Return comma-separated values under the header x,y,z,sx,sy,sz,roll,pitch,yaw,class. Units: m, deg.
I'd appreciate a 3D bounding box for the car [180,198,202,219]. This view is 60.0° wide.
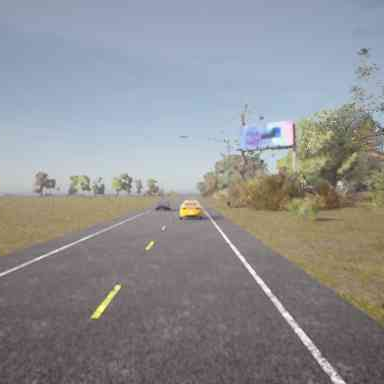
x,y,z,sx,sy,sz,roll,pitch,yaw,class
-0.071,1.572,30.265,1.882,1.535,5.008,0,0,0,car

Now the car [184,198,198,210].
x,y,z,sx,sy,sz,roll,pitch,yaw,class
-0.104,1.623,46.667,1.882,1.535,5.008,0,0,0,car

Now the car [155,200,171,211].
x,y,z,sx,sy,sz,roll,pitch,yaw,class
-3.672,1.690,43.228,2.033,1.411,5.357,0,0,0,car
